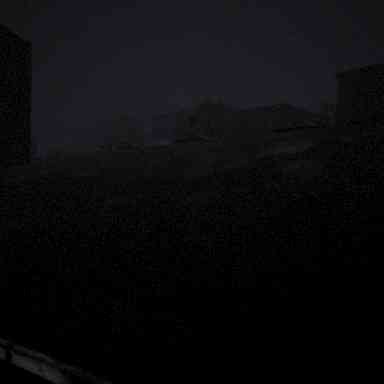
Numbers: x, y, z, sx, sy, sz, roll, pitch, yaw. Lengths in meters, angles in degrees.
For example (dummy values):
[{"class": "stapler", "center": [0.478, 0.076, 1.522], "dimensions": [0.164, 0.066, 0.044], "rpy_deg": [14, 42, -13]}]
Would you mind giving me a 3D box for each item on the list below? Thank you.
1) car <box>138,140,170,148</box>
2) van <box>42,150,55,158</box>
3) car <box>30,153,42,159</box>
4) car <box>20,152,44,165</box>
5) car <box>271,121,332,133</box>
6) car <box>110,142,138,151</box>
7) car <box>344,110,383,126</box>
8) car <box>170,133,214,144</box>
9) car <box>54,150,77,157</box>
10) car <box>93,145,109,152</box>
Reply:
[{"class": "car", "center": [-3.409, -4.939, 36.178], "dimensions": [2.002, 1.452, 4.674], "rpy_deg": [0, 2, -45]}, {"class": "van", "center": [-22.829, -6.031, 55.778], "dimensions": [1.878, 1.987, 4.442], "rpy_deg": [0, 1, -45]}, {"class": "car", "center": [-26.804, -5.920, 59.789], "dimensions": [2.002, 1.452, 4.674], "rpy_deg": [0, 1, -45]}, {"class": "car", "center": [-30.660, -6.355, 63.681], "dimensions": [2.435, 2.045, 5.566], "rpy_deg": [0, 1, -45]}, {"class": "car", "center": [8.154, -4.459, 24.508], "dimensions": [2.231, 1.521, 4.892], "rpy_deg": [0, 2, -45]}, {"class": "car", "center": [-7.399, -5.282, 40.205], "dimensions": [2.185, 1.767, 4.553], "rpy_deg": [0, 2, -45]}, {"class": "car", "center": [12.042, -4.272, 20.595], "dimensions": [2.231, 1.521, 4.892], "rpy_deg": [0, 2, -45]}, {"class": "car", "center": [0.459, -4.932, 32.274], "dimensions": [2.185, 1.767, 4.553], "rpy_deg": [0, 2, -45]}, {"class": "car", "center": [-19.037, -5.651, 51.948], "dimensions": [2.231, 1.521, 4.892], "rpy_deg": [0, 1, -45]}, {"class": "car", "center": [-11.282, -5.452, 44.124], "dimensions": [2.185, 1.767, 4.553], "rpy_deg": [0, 2, -45]}]
